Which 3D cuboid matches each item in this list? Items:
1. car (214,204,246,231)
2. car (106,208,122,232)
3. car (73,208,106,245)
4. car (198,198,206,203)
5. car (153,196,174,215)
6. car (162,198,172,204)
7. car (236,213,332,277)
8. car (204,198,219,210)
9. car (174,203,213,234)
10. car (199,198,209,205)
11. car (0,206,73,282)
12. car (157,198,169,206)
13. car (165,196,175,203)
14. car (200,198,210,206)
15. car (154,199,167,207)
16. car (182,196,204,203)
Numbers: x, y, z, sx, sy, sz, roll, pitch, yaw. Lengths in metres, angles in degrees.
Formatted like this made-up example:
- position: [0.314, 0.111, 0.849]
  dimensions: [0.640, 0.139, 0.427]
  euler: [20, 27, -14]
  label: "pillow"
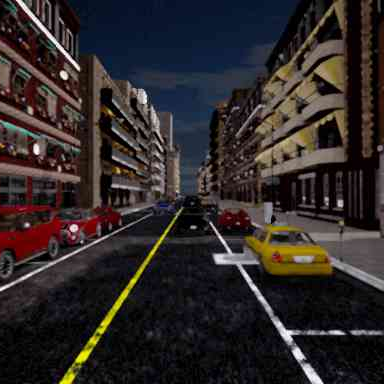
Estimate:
- position: [2.660, 1.690, 21.410]
  dimensions: [1.887, 1.381, 4.507]
  euler: [0, 0, 0]
  label: "car"
- position: [-5.720, 1.689, 21.402]
  dimensions: [1.887, 1.381, 4.507]
  euler: [0, 0, 0]
  label: "car"
- position: [-5.712, 1.547, 15.766]
  dimensions: [1.967, 1.590, 4.097]
  euler: [0, 0, 0]
  label: "car"
- position: [2.571, 2.136, 83.407]
  dimensions: [1.802, 1.307, 4.206]
  euler: [0, 0, 0]
  label: "car"
- position: [-3.054, 1.599, 36.839]
  dimensions: [2.097, 1.767, 4.553]
  euler: [0, 0, 0]
  label: "car"
- position: [-5.801, 2.061, 77.763]
  dimensions: [1.887, 1.381, 4.507]
  euler: [0, 0, 0]
  label: "car"
- position: [2.676, 1.596, 10.308]
  dimensions: [1.752, 1.417, 4.829]
  euler: [0, 0, 0]
  label: "car"
- position: [2.628, 1.846, 43.954]
  dimensions: [2.008, 1.369, 4.403]
  euler: [0, 0, 0]
  label: "car"
- position: [0.071, 1.640, 20.048]
  dimensions: [1.837, 1.490, 4.892]
  euler: [0, 0, 0]
  label: "car"
- position: [2.587, 2.046, 72.134]
  dimensions: [1.947, 1.339, 4.313]
  euler: [0, 0, 0]
  label: "car"
- position: [-5.703, 1.384, 10.131]
  dimensions: [2.192, 1.841, 5.009]
  euler: [0, 0, 0]
  label: "car"
- position: [-5.786, 1.994, 66.491]
  dimensions: [2.008, 1.369, 4.403]
  euler: [0, 0, 0]
  label: "car"
- position: [-5.816, 1.905, 89.037]
  dimensions: [2.192, 1.841, 5.009]
  euler: [0, 0, 0]
  label: "car"
- position: [2.596, 1.970, 66.668]
  dimensions: [1.752, 1.417, 4.829]
  euler: [0, 0, 0]
  label: "car"
- position: [-5.777, 1.957, 60.854]
  dimensions: [2.008, 1.369, 4.403]
  euler: [0, 0, 0]
  label: "car"
- position: [0.040, 1.491, 40.194]
  dimensions: [2.150, 2.045, 5.566]
  euler: [0, 0, 0]
  label: "car"
